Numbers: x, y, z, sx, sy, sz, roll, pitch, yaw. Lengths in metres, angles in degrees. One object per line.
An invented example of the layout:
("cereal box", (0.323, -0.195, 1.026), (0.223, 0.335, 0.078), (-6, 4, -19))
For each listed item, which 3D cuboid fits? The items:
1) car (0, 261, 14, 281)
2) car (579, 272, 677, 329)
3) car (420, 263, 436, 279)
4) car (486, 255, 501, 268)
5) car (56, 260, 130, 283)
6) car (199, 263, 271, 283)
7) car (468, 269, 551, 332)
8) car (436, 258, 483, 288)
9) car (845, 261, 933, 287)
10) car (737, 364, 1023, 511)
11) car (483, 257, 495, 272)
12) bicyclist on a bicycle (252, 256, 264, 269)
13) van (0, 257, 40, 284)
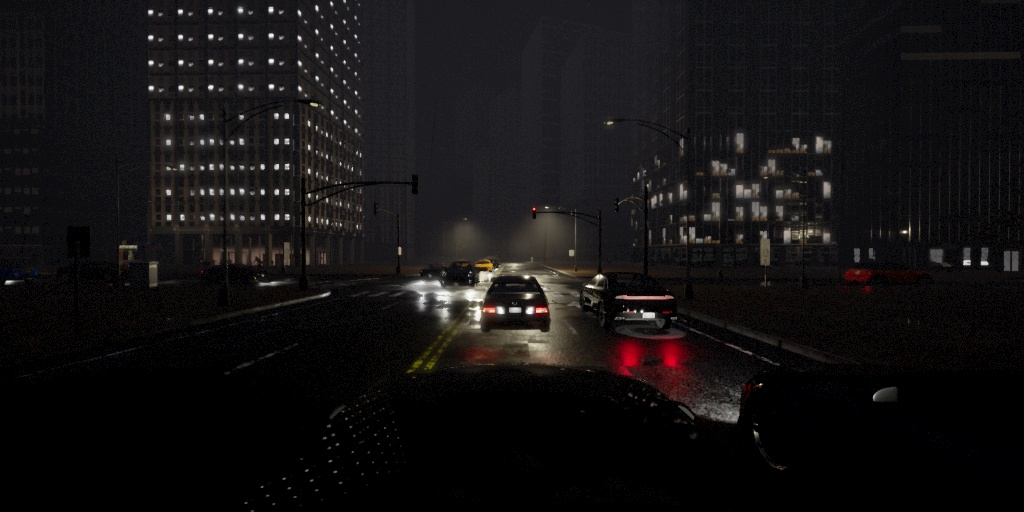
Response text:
("car", (-40.301, 1.092, 26.484), (4.674, 1.442, 1.812), (0, 0, 2))
("car", (3.354, 1.238, 11.188), (2.128, 1.511, 4.902), (0, 0, 0))
("car", (-6.569, 1.278, 31.072), (1.895, 1.301, 4.718), (0, 1, 0))
("car", (-3.291, 0.898, 57.590), (2.150, 2.045, 5.566), (0, 1, 0))
("car", (-30.059, 1.093, 26.201), (5.008, 1.535, 1.882), (0, 0, 2))
("car", (-19.967, 1.227, 25.940), (4.181, 1.385, 1.994), (0, 0, 1))
("car", (0.107, 1.294, 10.774), (2.033, 1.411, 5.357), (0, 0, 1))
("car", (-3.324, 1.098, 23.653), (2.097, 1.767, 4.553), (0, 0, 0))
("car", (26.305, 1.229, 25.065), (4.553, 1.767, 2.097), (0, 0, 1))
("car", (3.354, 1.314, 2.032), (1.994, 1.385, 4.181), (0, 0, 0))
("car", (-3.290, 1.195, 42.093), (1.882, 1.535, 5.008), (0, 0, -1))
("bicyclist on a bicycle", (-24.675, 0.867, 34.798), (0.582, 1.620, 1.656), (0, 1, 1))
("van", (-33.915, 0.959, 23.716), (3.998, 1.789, 1.690), (0, 0, 1))
